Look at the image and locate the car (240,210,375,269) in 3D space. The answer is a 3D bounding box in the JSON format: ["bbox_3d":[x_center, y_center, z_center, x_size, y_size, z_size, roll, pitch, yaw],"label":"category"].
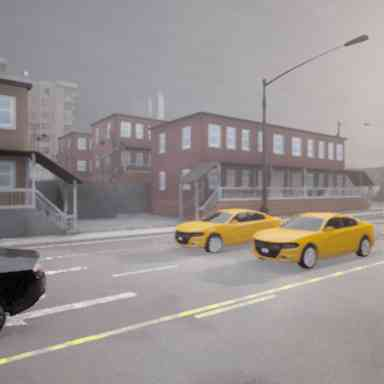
[{"bbox_3d":[4.206,1.449,11.261,5.008,1.535,1.882,0,0,-35],"label":"car"}]

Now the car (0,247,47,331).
[{"bbox_3d":[-4.784,1.495,4.863,4.902,1.511,2.128,0,0,-35],"label":"car"}]

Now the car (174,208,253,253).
[{"bbox_3d":[1.614,1.450,13.719,5.008,1.535,1.882,0,0,-35],"label":"car"}]
